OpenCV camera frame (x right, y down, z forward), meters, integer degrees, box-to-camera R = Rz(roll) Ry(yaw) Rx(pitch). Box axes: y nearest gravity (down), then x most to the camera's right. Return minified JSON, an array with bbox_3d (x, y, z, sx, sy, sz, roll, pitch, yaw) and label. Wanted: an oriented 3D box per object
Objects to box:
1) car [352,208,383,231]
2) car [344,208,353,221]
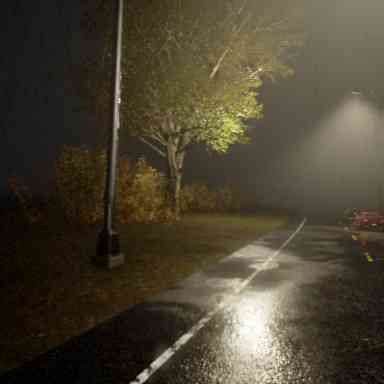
[{"bbox_3d":[14.705,2.349,27.533,1.812,1.442,4.674,2,0,21],"label":"car"},{"bbox_3d":[18.657,2.564,38.209,1.837,1.490,4.892,2,0,20],"label":"car"}]
